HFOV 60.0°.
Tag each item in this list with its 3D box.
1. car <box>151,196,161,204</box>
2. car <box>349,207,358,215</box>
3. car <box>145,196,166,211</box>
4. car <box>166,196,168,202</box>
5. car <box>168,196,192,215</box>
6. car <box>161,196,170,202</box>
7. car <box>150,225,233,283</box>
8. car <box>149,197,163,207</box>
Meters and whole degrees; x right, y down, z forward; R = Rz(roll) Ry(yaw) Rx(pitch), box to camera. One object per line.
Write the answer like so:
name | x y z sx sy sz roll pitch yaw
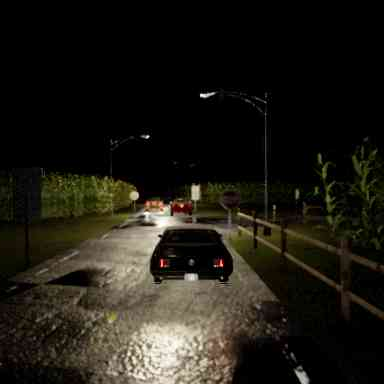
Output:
car | -7.289 1.650 67.197 2.033 1.411 5.357 0 0 -7
car | 15.451 1.344 27.070 4.718 1.301 1.895 -1 0 2
car | -4.557 1.398 40.598 2.097 1.767 4.553 0 0 -5
car | -5.019 1.664 70.897 1.994 1.385 4.181 0 0 -8
car | -1.185 1.392 34.403 2.097 1.767 4.553 0 0 -4
car | -6.436 1.562 80.487 1.994 1.385 4.181 0 0 -9
car | -0.053 1.607 9.616 1.895 1.301 4.718 0 0 -1
car | -5.635 1.564 52.220 2.128 1.511 4.902 0 0 -6
